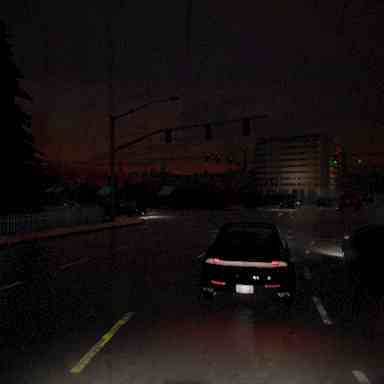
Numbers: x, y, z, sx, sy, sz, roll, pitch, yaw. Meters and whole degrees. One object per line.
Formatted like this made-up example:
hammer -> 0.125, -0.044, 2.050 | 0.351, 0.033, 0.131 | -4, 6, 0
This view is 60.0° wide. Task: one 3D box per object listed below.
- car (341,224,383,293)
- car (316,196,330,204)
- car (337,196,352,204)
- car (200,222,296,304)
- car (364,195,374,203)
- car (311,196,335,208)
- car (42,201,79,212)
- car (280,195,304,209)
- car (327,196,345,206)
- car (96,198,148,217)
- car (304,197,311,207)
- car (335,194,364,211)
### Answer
car -> 5.194, 1.548, 8.578 | 2.033, 1.411, 5.357 | 0, 0, 16
car -> 25.485, 1.525, 64.687 | 1.812, 1.442, 4.674 | 0, 0, 32
car -> 30.249, 1.540, 65.760 | 2.033, 1.411, 5.357 | 0, 0, 32
car -> 1.443, 1.492, 8.236 | 2.128, 1.511, 4.902 | 0, 0, 12
car -> 37.836, 1.478, 71.437 | 1.882, 1.535, 5.008 | 0, 0, 32
car -> 19.166, 1.547, 47.874 | 2.033, 1.411, 5.357 | 0, 0, 32
car -> -14.801, 1.407, 37.429 | 4.553, 1.767, 2.097 | 0, 0, 32
car -> 13.396, 1.505, 45.178 | 1.837, 1.490, 4.892 | 0, 0, 32
car -> 24.615, 1.491, 56.698 | 2.128, 1.511, 4.902 | 0, 0, 32
car -> -6.838, 1.603, 32.462 | 5.357, 1.411, 2.033 | 0, 0, 32
car -> 18.145, 1.525, 52.879 | 1.812, 1.442, 4.674 | 0, 0, 32
car -> 19.749, 1.220, 41.616 | 2.150, 2.045, 5.566 | 0, 0, 31
